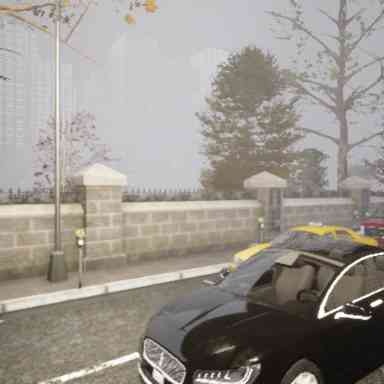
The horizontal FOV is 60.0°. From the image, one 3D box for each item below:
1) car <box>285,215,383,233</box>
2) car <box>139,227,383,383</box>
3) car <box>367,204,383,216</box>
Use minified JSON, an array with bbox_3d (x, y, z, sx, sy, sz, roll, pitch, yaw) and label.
[{"bbox_3d":[3.138,1.500,8.798,4.829,1.417,1.752,0,0,-36],"label":"car"},{"bbox_3d":[1.655,1.492,4.558,4.892,1.490,1.837,0,0,-36],"label":"car"},{"bbox_3d":[7.858,1.271,12.168,5.009,1.841,2.192,0,0,-36],"label":"car"}]
